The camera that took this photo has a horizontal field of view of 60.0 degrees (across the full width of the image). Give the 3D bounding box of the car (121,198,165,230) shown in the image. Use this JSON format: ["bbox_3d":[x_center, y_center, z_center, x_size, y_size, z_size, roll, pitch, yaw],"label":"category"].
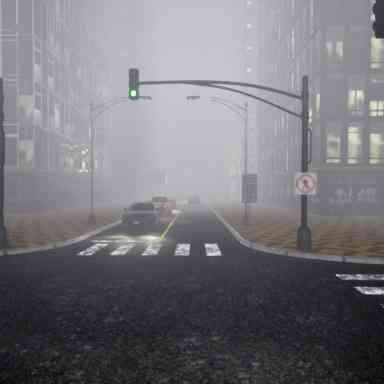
[{"bbox_3d":[-2.980,1.351,20.321,1.882,1.535,5.008,0,0,0],"label":"car"}]

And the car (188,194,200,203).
[{"bbox_3d":[0.340,1.182,60.520,2.128,1.511,4.902,0,0,0],"label":"car"}]

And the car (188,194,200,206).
[{"bbox_3d":[0.281,1.283,50.104,2.033,1.411,5.357,0,0,0],"label":"car"}]

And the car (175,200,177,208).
[{"bbox_3d":[-2.863,1.375,40.638,1.895,1.301,4.718,0,0,0],"label":"car"}]

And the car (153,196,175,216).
[{"bbox_3d":[-2.923,1.176,30.214,2.097,1.767,4.553,0,0,0],"label":"car"}]
